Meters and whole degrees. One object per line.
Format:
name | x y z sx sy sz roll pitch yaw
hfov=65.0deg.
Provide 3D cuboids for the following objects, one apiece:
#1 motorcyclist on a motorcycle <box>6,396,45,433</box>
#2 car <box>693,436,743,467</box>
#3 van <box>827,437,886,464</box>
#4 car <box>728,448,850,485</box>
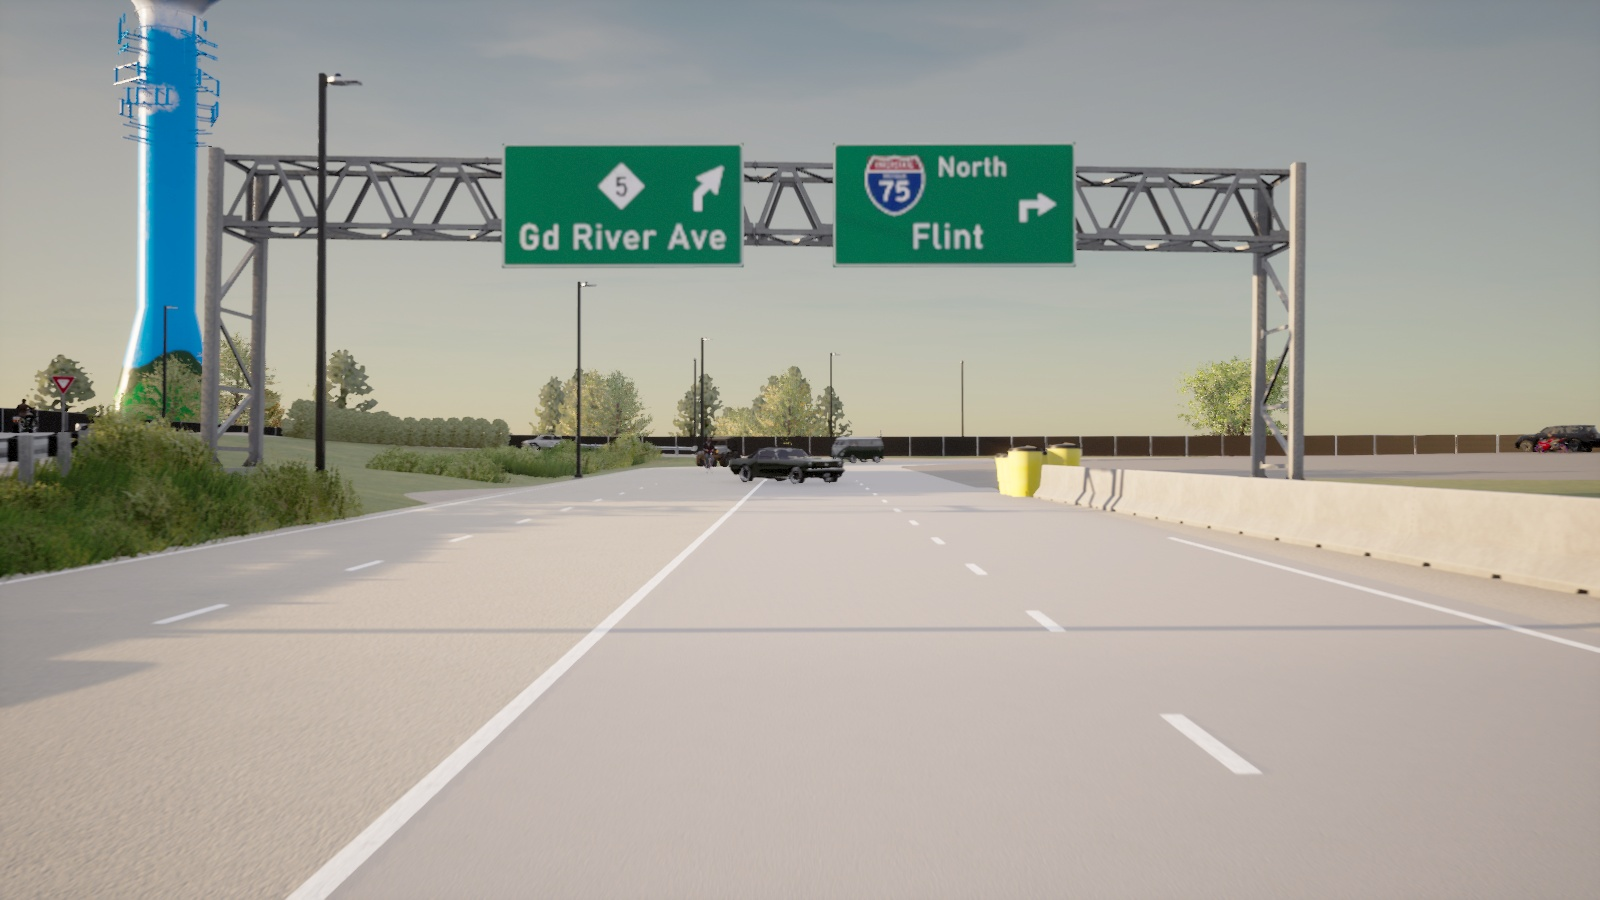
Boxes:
motorcyclist on a motorcycle | -35.479 -1.607 57.552 0.766 1.649 2.350 0 1 -11
car | -5.102 0.113 78.521 1.905 1.878 3.866 0 0 15
van | 4.282 0.037 94.691 4.442 1.987 1.775 -1 1 -42
car | -0.454 0.575 46.479 1.895 1.301 4.718 0 0 -41
